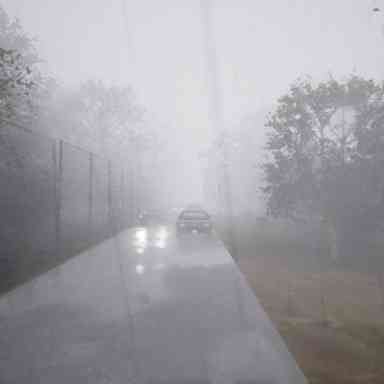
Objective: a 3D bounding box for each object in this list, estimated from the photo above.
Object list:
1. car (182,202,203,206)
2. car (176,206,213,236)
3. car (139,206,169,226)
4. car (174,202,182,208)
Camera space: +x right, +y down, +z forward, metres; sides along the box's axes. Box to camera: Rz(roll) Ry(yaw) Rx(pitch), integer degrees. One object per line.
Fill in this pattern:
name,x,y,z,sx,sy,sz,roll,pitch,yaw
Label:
car,0.191,1.851,36.736,1.837,1.490,4.892,0,-1,0
car,0.121,1.694,18.807,1.895,1.301,4.718,0,-1,0
car,-2.808,1.765,25.241,1.895,1.301,4.718,0,-1,0
car,-2.465,2.526,65.624,1.895,1.301,4.718,0,-1,1
